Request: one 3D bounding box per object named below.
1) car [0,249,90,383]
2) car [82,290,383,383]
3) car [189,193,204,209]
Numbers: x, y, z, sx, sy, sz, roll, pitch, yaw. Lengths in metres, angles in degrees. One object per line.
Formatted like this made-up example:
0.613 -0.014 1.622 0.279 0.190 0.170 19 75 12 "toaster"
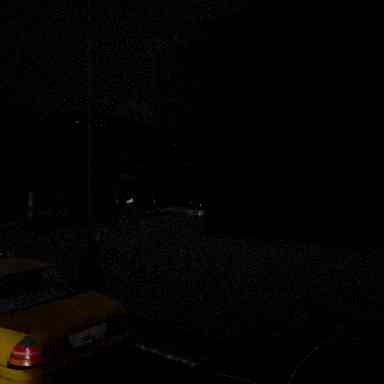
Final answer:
-3.007 1.533 4.951 4.829 1.417 1.752 0 0 35 "car"
1.565 1.440 1.704 4.097 1.590 1.967 0 0 35 "car"
1.819 1.192 44.525 2.150 2.045 5.566 -1 0 35 "car"
